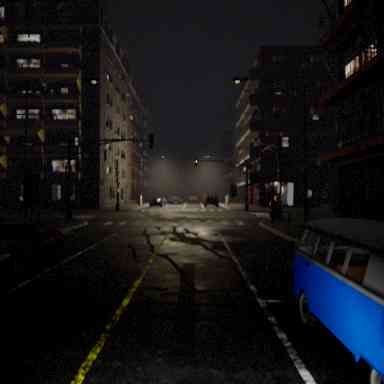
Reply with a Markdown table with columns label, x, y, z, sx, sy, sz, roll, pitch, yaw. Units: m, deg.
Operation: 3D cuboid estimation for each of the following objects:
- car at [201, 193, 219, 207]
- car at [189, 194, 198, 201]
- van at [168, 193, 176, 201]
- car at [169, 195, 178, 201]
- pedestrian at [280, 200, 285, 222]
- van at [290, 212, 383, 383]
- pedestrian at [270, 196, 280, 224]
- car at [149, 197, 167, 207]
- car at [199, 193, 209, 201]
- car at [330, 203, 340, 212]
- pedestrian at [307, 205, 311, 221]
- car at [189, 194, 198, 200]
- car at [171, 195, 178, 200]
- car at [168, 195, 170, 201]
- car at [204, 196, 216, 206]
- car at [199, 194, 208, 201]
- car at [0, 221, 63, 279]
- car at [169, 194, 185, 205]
| label | x | y | z | sx | sy | sz | roll | pitch | yaw |
| --- | --- | --- | --- | --- | --- | --- | --- | --- | --- |
| car | 2.802 | 1.227 | 48.056 | 2.192 | 1.841 | 5.009 | 1 | 0 | 0 |
| car | 0.353 | 1.377 | 77.652 | 1.882 | 1.535 | 5.008 | 0 | 0 | 0 |
| van | -4.929 | 1.257 | 81.415 | 1.690 | 1.788 | 3.998 | 1 | 0 | 0 |
| car | -4.908 | 1.484 | 86.980 | 2.008 | 1.369 | 4.403 | 1 | 0 | 0 |
| pedestrian | 5.797 | 1.090 | 22.268 | 0.375 | 1.860 | 0.375 | 1 | -1 | 0 |
| van | 2.569 | 1.331 | 4.345 | 1.690 | 1.788 | 3.998 | 1 | 0 | 0 |
| pedestrian | 5.152 | 1.102 | 21.071 | 0.375 | 1.860 | 0.375 | 1 | -1 | 0 |
| car | -5.083 | 1.478 | 48.047 | 1.947 | 1.339 | 4.313 | 1 | 0 | 0 |
| car | 2.950 | 1.231 | 81.415 | 2.192 | 1.841 | 5.009 | 1 | 0 | 0 |
| car | 13.868 | 1.379 | 27.725 | 4.403 | 1.369 | 2.008 | 0 | -1 | 0 |
| pedestrian | 7.588 | 1.401 | 21.654 | 0.500 | 1.100 | 0.500 | 1 | -1 | 0 |
| car | 0.401 | 1.293 | 88.077 | 2.128 | 1.511 | 4.902 | 0 | 0 | 0 |
| car | -4.883 | 1.477 | 92.372 | 1.752 | 1.417 | 4.829 | 1 | 0 | 0 |
| car | -5.057 | 1.470 | 53.608 | 1.947 | 1.339 | 4.313 | 1 | 0 | 0 |
| car | 2.824 | 1.429 | 53.786 | 1.752 | 1.417 | 4.829 | 1 | 0 | 0 |
| car | 2.974 | 1.374 | 86.979 | 1.967 | 1.590 | 4.097 | 1 | 0 | 0 |
| car | -5.257 | 1.562 | 9.967 | 1.802 | 1.307 | 4.206 | 1 | 0 | 0 |
| car | -2.576 | 1.466 | 54.942 | 1.994 | 1.385 | 4.181 | 0 | 0 | 1 |
